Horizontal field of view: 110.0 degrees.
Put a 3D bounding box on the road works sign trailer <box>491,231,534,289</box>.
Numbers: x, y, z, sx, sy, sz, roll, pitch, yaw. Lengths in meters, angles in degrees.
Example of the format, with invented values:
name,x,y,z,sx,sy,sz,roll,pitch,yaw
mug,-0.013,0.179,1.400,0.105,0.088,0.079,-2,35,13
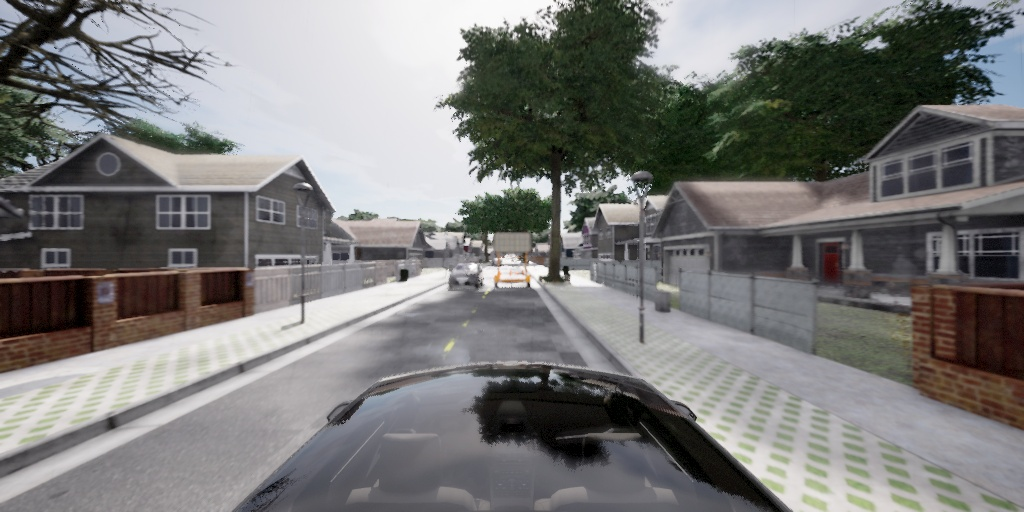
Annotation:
name,x,y,z,sx,sy,sz,roll,pitch,yaw
road works sign trailer,0.016,0.192,22.946,2.380,3.560,2.880,0,0,0

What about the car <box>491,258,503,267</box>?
name,x,y,z,sx,sy,sz,roll,pitch,yaw
car,-2.742,1.127,64.594,2.128,1.511,4.902,0,0,0

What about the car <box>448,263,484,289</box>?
name,x,y,z,sx,sy,sz,roll,pitch,yaw
car,-2.838,1.219,22.846,2.128,1.511,4.902,0,0,0
